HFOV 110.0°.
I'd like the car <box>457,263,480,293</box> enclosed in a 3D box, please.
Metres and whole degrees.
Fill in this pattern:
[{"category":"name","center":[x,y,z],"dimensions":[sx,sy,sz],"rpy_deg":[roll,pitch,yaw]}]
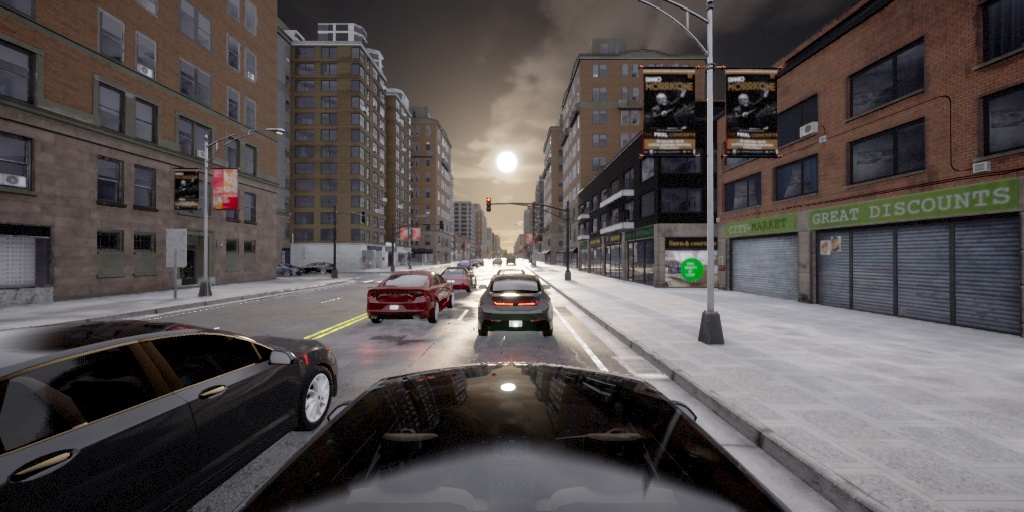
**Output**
[{"category":"car","center":[-3.199,1.317,21.017],"dimensions":[1.994,1.385,4.181],"rpy_deg":[0,0,-1]}]

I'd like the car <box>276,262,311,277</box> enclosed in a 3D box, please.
[{"category":"car","center":[-22.725,1.316,35.264],"dimensions":[4.181,1.385,1.994],"rpy_deg":[0,0,0]}]

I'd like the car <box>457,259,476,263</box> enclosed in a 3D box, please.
[{"category":"car","center":[-6.735,1.296,51.219],"dimensions":[1.812,1.442,4.674],"rpy_deg":[0,0,1]}]

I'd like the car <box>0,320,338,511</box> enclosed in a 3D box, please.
[{"category":"car","center":[-3.152,1.255,2.689],"dimensions":[1.837,1.490,4.892],"rpy_deg":[0,0,0]}]

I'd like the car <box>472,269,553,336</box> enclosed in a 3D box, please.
[{"category":"car","center":[0.077,1.256,10.369],"dimensions":[1.837,1.490,4.892],"rpy_deg":[0,0,0]}]

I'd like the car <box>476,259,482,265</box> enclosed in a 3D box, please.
[{"category":"car","center":[-6.739,1.284,62.256],"dimensions":[1.837,1.490,4.892],"rpy_deg":[0,0,0]}]

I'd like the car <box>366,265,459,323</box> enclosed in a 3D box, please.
[{"category":"car","center":[-3.179,1.229,12.123],"dimensions":[1.882,1.535,5.008],"rpy_deg":[0,0,0]}]

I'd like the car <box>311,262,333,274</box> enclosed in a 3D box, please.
[{"category":"car","center":[-22.255,1.348,40.745],"dimensions":[4.313,1.339,1.948],"rpy_deg":[0,0,0]}]
